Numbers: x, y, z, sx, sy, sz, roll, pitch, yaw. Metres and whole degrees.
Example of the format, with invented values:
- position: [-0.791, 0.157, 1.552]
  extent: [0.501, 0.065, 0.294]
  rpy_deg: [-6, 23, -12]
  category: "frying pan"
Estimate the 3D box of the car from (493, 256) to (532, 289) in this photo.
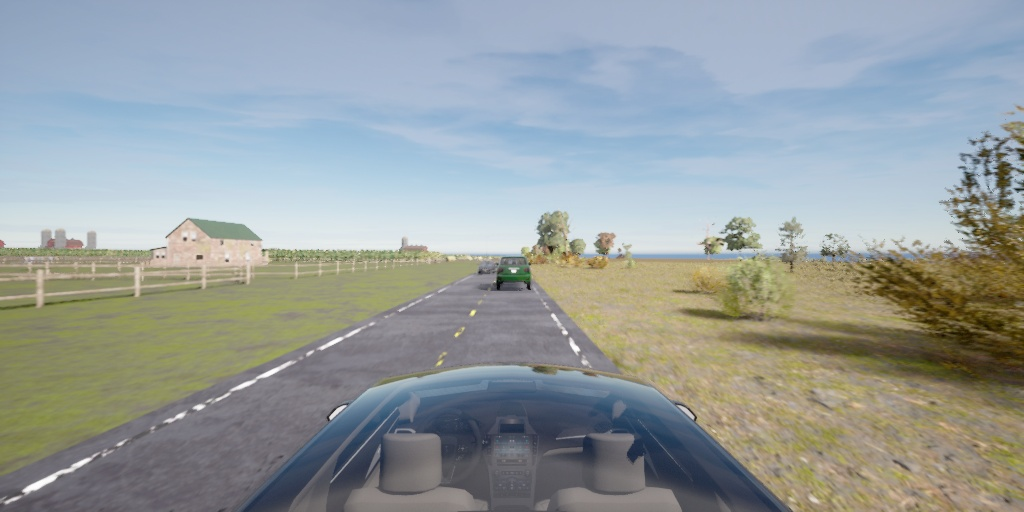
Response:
- position: [0.106, 0.991, 23.489]
  extent: [2.150, 2.045, 5.566]
  rpy_deg: [0, 0, 0]
  category: "car"

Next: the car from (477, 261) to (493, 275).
- position: [-2.825, 1.319, 40.657]
  extent: [1.837, 1.490, 4.892]
  rpy_deg: [0, 0, 0]
  category: "car"
